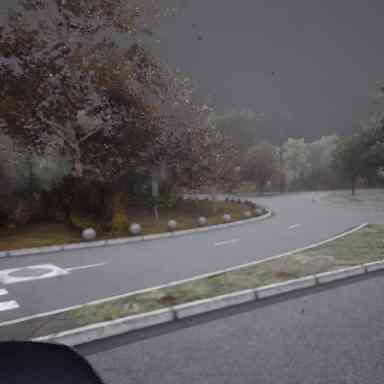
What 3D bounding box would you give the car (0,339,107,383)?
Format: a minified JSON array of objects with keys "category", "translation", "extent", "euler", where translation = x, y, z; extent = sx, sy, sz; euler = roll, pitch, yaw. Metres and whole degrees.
[{"category":"car","translation":[-2.394,1.561,1.650],"extent":[4.181,1.385,1.994],"euler":[0,0,-35]}]
